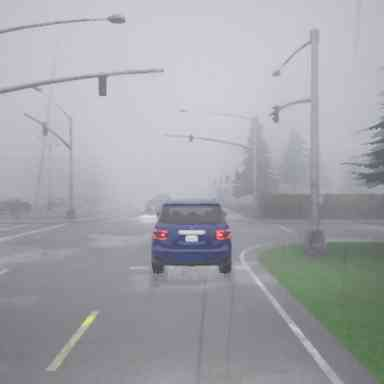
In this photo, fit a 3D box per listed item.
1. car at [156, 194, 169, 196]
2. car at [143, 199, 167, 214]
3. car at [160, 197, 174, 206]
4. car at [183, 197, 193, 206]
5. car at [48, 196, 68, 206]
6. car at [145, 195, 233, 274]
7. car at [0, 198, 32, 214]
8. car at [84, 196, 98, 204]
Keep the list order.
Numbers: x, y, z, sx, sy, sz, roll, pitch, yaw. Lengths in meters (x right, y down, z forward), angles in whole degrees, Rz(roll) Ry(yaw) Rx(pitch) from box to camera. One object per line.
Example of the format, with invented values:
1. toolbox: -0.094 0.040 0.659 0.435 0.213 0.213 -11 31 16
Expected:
1. car: -4.137 1.270 46.547 2.150 2.045 5.566 0 0 -1
2. car: -4.024 1.530 36.574 2.128 1.511 4.902 0 0 -1
3. car: -4.205 1.622 56.653 1.994 1.385 4.181 0 0 0
4. car: -0.685 1.584 58.212 1.812 1.442 4.674 0 0 -1
5. car: -21.126 1.445 52.428 1.970 1.475 3.806 0 0 0
6. car: -0.002 1.231 10.707 2.150 2.045 5.566 0 0 0
7. car: -18.096 1.381 33.821 2.007 1.523 4.514 0 0 0
8. car: -18.162 1.441 59.855 1.845 1.501 3.633 0 0 0
